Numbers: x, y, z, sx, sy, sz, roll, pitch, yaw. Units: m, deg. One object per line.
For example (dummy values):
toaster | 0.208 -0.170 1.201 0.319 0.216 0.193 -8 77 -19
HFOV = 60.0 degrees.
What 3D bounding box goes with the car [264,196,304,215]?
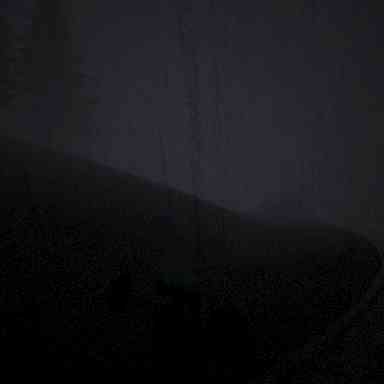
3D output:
car | 10.636 1.506 38.759 2.150 2.045 5.566 0 0 -20
